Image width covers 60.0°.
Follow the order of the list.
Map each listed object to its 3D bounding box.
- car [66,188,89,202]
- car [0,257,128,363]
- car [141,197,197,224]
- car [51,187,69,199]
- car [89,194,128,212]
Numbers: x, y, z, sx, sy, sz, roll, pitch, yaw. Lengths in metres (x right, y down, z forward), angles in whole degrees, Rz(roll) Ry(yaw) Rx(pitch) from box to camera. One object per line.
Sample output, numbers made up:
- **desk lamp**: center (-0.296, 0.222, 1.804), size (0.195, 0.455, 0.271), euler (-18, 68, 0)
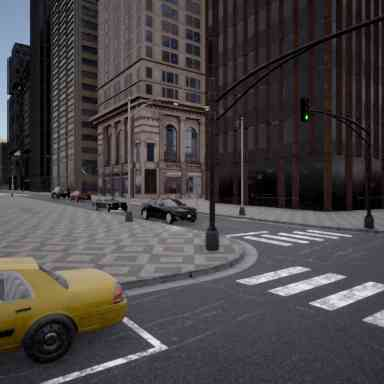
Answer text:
- **car**: center (-15.965, 0.575, 47.490), size (1.882, 1.535, 5.008), euler (0, 1, -35)
- **car**: center (-3.283, 1.525, 4.308), size (4.829, 1.417, 1.752), euler (0, 0, -35)
- **car**: center (-1.618, 1.129, 22.020), size (1.882, 1.535, 5.008), euler (0, 1, -36)
- **car**: center (-21.926, 0.133, 55.751), size (2.150, 2.045, 5.566), euler (0, 1, -36)
- **car**: center (-7.405, 1.059, 30.111), size (1.895, 1.301, 4.718), euler (0, 1, -36)
